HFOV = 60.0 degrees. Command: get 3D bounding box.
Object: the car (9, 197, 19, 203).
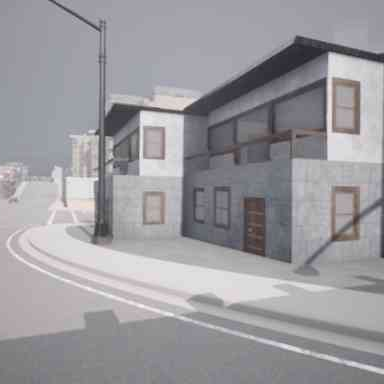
[{"bbox_3d":[-44.621,2.076,83.293,1.837,1.490,4.892,0,0,-21],"label":"car"}]
